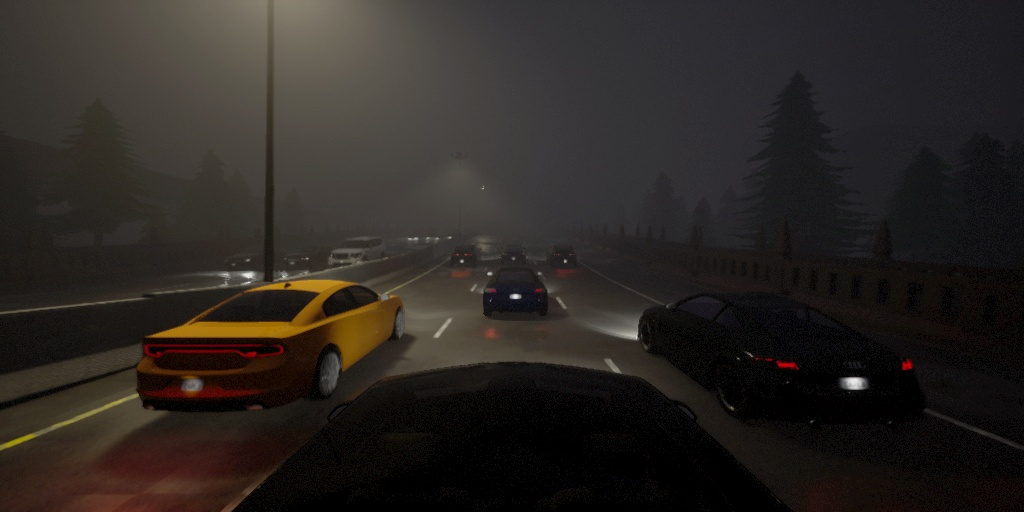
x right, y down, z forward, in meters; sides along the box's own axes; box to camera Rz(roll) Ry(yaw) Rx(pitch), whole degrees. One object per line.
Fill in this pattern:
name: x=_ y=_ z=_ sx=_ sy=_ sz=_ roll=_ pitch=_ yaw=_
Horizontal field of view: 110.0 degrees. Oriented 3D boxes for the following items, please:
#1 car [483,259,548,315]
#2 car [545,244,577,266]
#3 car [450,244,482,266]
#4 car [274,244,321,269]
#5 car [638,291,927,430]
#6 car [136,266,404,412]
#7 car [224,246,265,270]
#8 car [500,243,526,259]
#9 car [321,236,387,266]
car: x=0.103 y=1.019 z=12.119 sx=1.994 sy=1.385 sz=4.181 roll=0 pitch=3 yaw=0
car: x=3.613 y=-0.147 z=26.644 sx=1.837 sy=1.490 sz=4.892 roll=0 pitch=6 yaw=0
car: x=-3.387 y=-0.150 z=26.669 sx=1.837 sy=1.490 sz=4.892 roll=0 pitch=6 yaw=0
car: x=-14.081 y=-0.039 z=25.389 sx=2.128 sy=1.511 sz=4.902 roll=0 pitch=6 yaw=0
car: x=3.590 y=1.249 z=5.762 sx=1.994 sy=1.385 sz=4.181 roll=0 pitch=1 yaw=0
car: x=-3.410 y=1.146 z=6.306 sx=1.882 sy=1.535 sz=5.008 roll=0 pitch=2 yaw=0
car: x=-17.581 y=0.040 z=24.936 sx=1.812 sy=1.442 sz=4.674 roll=0 pitch=6 yaw=0
car: x=0.115 y=-0.250 z=27.816 sx=1.812 sy=1.442 sz=4.674 roll=0 pitch=6 yaw=0
car: x=-10.582 y=-0.271 z=24.993 sx=2.150 sy=2.045 sz=5.566 roll=0 pitch=6 yaw=0
